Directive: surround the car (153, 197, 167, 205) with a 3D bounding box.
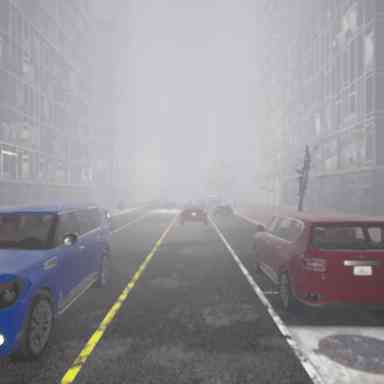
[{"bbox_3d":[-5.603,1.603,58.935,1.947,1.339,4.313,0,0,0],"label":"car"}]

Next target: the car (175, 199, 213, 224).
[{"bbox_3d":[0.136,1.537,24.827,2.163,1.488,4.792,0,0,0],"label":"car"}]

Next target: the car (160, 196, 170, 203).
[{"bbox_3d":[-5.586,1.555,70.160,1.752,1.417,4.829,0,0,0],"label":"car"}]

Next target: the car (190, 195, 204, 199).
[{"bbox_3d":[0.162,1.542,42.062,2.163,1.488,4.792,0,0,0],"label":"car"}]

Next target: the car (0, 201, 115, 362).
[{"bbox_3d":[-3.092,1.233,6.266,2.150,2.045,5.566,0,0,0],"label":"car"}]

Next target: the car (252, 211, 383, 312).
[{"bbox_3d":[2.703,1.328,7.645,2.192,1.841,5.009,0,0,0],"label":"car"}]

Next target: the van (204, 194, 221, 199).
[{"bbox_3d":[2.753,1.380,41.830,1.690,1.788,3.998,0,0,0],"label":"van"}]

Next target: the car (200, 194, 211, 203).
[{"bbox_3d":[2.795,1.344,70.317,2.192,1.841,5.009,0,0,0],"label":"car"}]

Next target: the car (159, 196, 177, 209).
[{"bbox_3d":[-3.023,1.640,45.785,1.895,1.301,4.718,0,0,0],"label":"car"}]

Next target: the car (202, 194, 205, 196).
[{"bbox_3d":[2.786,1.599,64.621,1.947,1.339,4.313,0,0,0],"label":"car"}]

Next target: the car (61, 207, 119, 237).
[{"bbox_3d":[-5.662,1.594,19.054,1.947,1.339,4.313,0,0,0],"label":"car"}]

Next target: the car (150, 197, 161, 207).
[{"bbox_3d":[-5.611,1.589,53.239,2.008,1.369,4.403,0,0,0],"label":"car"}]

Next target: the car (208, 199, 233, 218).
[{"bbox_3d":[2.736,1.581,30.437,1.887,1.381,4.507,0,0,0],"label":"car"}]
